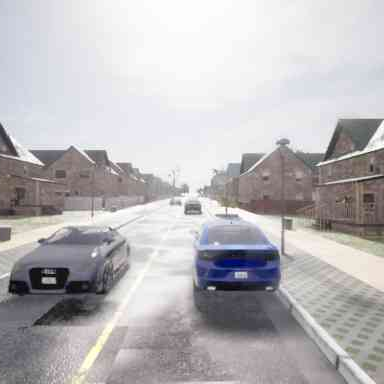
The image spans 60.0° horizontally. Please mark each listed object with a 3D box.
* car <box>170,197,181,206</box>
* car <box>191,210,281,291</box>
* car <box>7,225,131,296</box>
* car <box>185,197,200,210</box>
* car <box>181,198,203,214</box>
[{"bbox_3d":[-2.685,1.585,55.158,2.128,1.511,4.902,0,0,0],"label":"car"},{"bbox_3d":[0.973,1.485,9.025,1.882,1.535,5.008,0,0,0],"label":"car"},{"bbox_3d":[-2.839,1.571,8.595,1.994,1.385,4.181,0,0,0],"label":"car"},{"bbox_3d":[0.077,1.547,46.374,1.882,1.535,5.008,0,0,1],"label":"car"},{"bbox_3d":[0.112,1.552,36.526,1.837,1.490,4.892,0,0,0],"label":"car"}]
